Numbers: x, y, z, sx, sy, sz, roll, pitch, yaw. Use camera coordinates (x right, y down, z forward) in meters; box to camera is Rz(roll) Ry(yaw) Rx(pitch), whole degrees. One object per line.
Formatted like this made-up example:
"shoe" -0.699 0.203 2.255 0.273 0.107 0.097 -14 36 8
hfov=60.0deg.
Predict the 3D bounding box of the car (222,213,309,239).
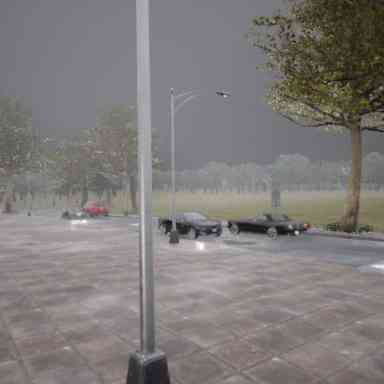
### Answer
"car" 4.134 1.851 18.985 1.895 1.301 4.718 -1 -1 -36

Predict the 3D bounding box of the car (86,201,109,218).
"car" -12.389 2.175 42.033 2.150 2.045 5.566 -1 -1 -36

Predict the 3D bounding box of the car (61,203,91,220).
"car" -14.071 2.467 39.399 2.128 1.511 4.902 -1 -1 -35

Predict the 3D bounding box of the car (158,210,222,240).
"car" -0.224 1.860 20.001 1.882 1.535 5.008 -1 -1 -36
